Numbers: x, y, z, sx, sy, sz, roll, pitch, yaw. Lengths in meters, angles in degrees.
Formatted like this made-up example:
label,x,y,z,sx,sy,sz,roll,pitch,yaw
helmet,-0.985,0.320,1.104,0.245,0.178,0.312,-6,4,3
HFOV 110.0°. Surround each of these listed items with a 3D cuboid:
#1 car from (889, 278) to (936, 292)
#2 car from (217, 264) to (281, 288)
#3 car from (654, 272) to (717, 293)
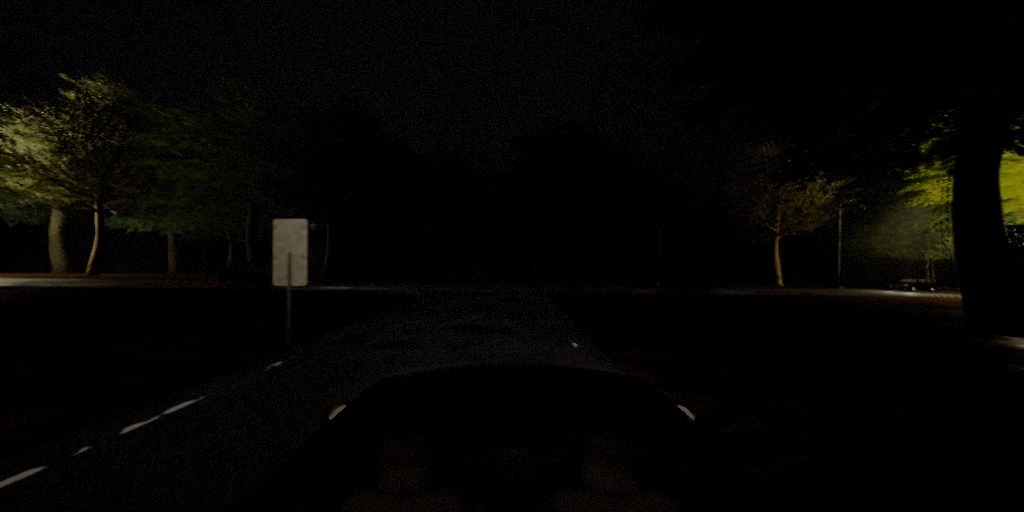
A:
label,x,y,z,sx,sy,sz,roll,pitch,yaw
car,43.845,3.143,39.278,5.008,1.535,1.882,2,-1,-15
car,-17.177,1.331,24.522,4.902,1.511,2.128,2,-1,-6
car,14.127,2.100,29.142,5.008,1.535,1.882,2,-1,-11
